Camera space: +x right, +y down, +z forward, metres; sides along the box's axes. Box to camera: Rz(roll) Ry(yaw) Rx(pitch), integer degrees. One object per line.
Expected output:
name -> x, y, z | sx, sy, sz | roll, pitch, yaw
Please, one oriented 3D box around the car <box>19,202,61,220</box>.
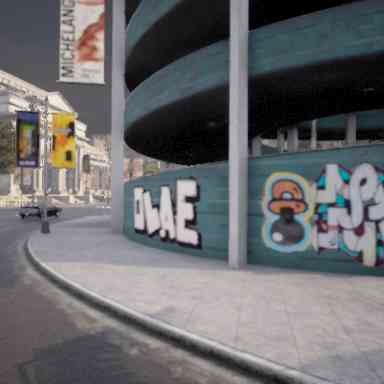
car -> -13.796, 1.705, 30.563 | 2.128, 1.511, 4.902 | 0, -1, 4
